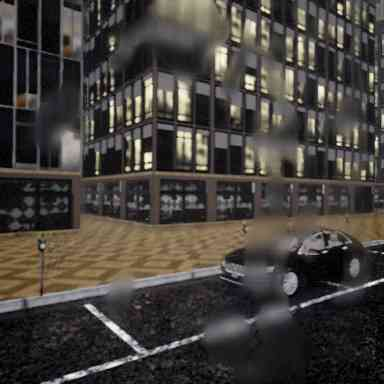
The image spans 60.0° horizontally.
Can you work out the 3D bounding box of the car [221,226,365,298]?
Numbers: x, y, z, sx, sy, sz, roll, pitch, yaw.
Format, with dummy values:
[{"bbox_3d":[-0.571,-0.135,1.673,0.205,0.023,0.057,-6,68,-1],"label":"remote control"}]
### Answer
[{"bbox_3d":[2.707,1.583,8.488,4.403,1.369,2.008,0,0,-35],"label":"car"}]
